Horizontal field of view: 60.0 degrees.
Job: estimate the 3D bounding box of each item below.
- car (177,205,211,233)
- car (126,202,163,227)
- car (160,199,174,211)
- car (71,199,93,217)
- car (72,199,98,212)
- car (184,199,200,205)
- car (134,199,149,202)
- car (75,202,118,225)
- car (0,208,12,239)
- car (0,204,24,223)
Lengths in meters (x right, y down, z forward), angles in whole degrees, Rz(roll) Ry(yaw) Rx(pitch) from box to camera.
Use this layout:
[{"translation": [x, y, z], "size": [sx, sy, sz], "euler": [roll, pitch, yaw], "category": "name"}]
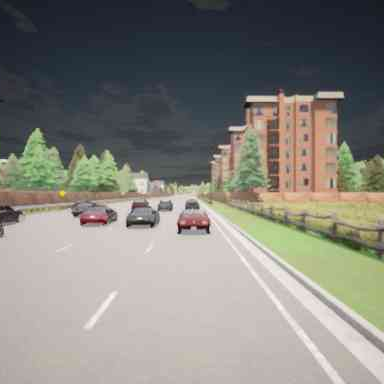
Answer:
[{"translation": [0.103, 1.700, 20.295], "size": [1.895, 1.301, 4.718], "euler": [0, 0, 0], "category": "car"}, {"translation": [-3.396, 1.680, 23.551], "size": [1.994, 1.385, 4.181], "euler": [0, 0, 0], "category": "car"}, {"translation": [-3.483, 1.708, 44.208], "size": [2.128, 1.511, 4.902], "euler": [0, 0, 0], "category": "car"}, {"translation": [-10.421, 1.711, 33.414], "size": [2.033, 1.411, 5.357], "euler": [0, 0, 0], "category": "car"}, {"translation": [-13.981, 1.721, 43.812], "size": [1.837, 1.490, 4.892], "euler": [0, 0, 0], "category": "car"}, {"translation": [0.020, 1.720, 43.716], "size": [1.837, 1.490, 4.892], "euler": [0, 0, 0], "category": "car"}, {"translation": [-6.992, 1.700, 45.582], "size": [1.882, 1.535, 5.008], "euler": [0, 0, 0], "category": "car"}, {"translation": [-6.897, 1.687, 25.000], "size": [1.994, 1.385, 4.181], "euler": [0, 0, 0], "category": "car"}, {"translation": [-10.397, 1.639, 15.005], "size": [1.994, 1.385, 4.181], "euler": [0, 0, 0], "category": "car"}, {"translation": [-13.896, 1.623, 23.733], "size": [1.837, 1.490, 4.892], "euler": [0, 0, 0], "category": "car"}]
